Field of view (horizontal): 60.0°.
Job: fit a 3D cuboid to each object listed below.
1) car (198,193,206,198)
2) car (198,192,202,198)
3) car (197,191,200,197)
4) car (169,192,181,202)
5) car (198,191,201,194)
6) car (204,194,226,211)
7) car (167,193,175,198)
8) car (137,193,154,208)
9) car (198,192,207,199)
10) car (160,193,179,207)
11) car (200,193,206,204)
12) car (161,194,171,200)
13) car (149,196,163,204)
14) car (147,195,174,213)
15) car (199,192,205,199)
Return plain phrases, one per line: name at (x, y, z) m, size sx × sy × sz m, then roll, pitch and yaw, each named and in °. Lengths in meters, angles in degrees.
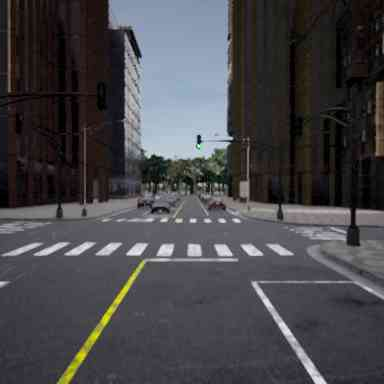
car at (2.682, 1.053, 92.016) m, size 2.008 × 1.369 × 4.403 m, roll 0°, pitch 0°, yaw 0°
car at (2.706, 1.186, 64.829) m, size 1.887 × 1.381 × 4.507 m, roll 0°, pitch 0°, yaw 0°
car at (2.692, 1.081, 81.311) m, size 1.752 × 1.417 × 4.829 m, roll 0°, pitch 0°, yaw 0°
car at (-3.055, 1.160, 62.659) m, size 1.837 × 1.490 × 4.892 m, roll 0°, pitch 0°, yaw 0°
car at (2.701, 1.137, 70.436) m, size 1.752 × 1.417 × 4.829 m, roll 0°, pitch 0°, yaw 0°
car at (2.730, 1.227, 37.641) m, size 1.967 × 1.590 × 4.097 m, roll 0°, pitch 0°, yaw 0°
car at (-5.843, 1.070, 92.009) m, size 1.947 × 1.339 × 4.313 m, roll 0°, pitch 0°, yaw 0°
car at (-5.800, 1.074, 43.071) m, size 2.192 × 1.841 × 5.009 m, roll 0°, pitch 0°, yaw 0°
car at (2.687, 0.844, 86.578) m, size 2.192 × 1.841 × 5.009 m, roll 0°, pitch 0°, yaw 0°
car at (-3.103, 1.248, 45.169) m, size 1.837 × 1.490 × 4.892 m, roll 0°, pitch 1°, yaw 0°
car at (2.716, 1.250, 53.954) m, size 2.008 × 1.369 × 4.403 m, roll 0°, pitch 0°, yaw 0°
car at (-5.829, 1.138, 75.697) m, size 2.008 × 1.369 × 4.403 m, roll 0°, pitch 0°, yaw 0°
car at (-5.809, 1.283, 53.947) m, size 1.802 × 1.307 × 4.206 m, roll 0°, pitch 0°, yaw 0°
car at (-3.140, 1.357, 33.810) m, size 2.033 × 1.411 × 5.357 m, roll 0°, pitch 0°, yaw -4°
car at (2.711, 1.215, 59.392) m, size 1.887 × 1.381 × 4.507 m, roll 0°, pitch 0°, yaw 0°
